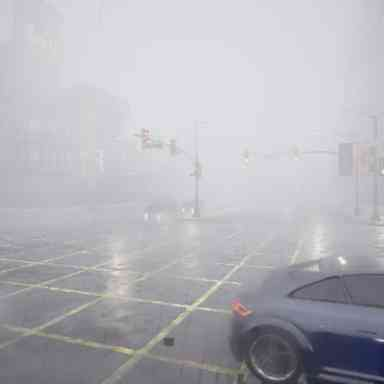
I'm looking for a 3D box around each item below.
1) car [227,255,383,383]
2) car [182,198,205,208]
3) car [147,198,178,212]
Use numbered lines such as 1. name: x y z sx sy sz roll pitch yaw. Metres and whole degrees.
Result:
1. car: 2.568 1.564 4.184 4.181 1.385 1.994 0 0 21
2. car: 0.256 1.604 48.553 1.895 1.301 4.718 0 0 21
3. car: -3.398 1.479 39.014 1.882 1.535 5.008 0 0 23
